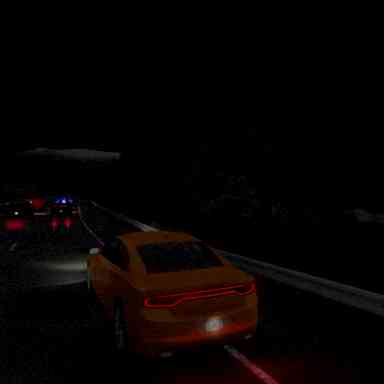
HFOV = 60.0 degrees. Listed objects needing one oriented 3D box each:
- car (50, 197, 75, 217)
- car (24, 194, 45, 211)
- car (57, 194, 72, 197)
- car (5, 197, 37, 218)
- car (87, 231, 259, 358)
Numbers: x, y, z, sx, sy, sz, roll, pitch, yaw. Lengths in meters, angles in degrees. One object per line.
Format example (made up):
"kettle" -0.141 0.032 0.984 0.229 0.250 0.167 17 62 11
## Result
"car" -12.272 1.491 31.419 2.128 1.511 4.902 0 0 -19
"car" -18.887 1.222 39.721 2.150 2.045 5.566 0 0 -19
"car" -15.786 1.221 41.295 2.150 2.045 5.566 0 0 -19
"car" -15.379 1.505 29.846 1.837 1.490 4.892 0 0 -20
"car" -0.780 1.478 6.321 1.882 1.535 5.008 0 0 -25
